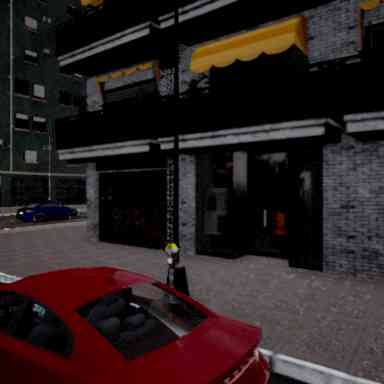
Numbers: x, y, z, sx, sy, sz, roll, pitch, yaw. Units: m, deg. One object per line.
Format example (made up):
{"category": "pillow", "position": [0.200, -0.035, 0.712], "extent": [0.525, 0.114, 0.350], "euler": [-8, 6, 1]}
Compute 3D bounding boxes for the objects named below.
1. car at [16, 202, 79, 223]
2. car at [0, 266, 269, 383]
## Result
{"category": "car", "position": [-10.356, 1.374, 24.100], "extent": [1.994, 1.385, 4.181], "euler": [0, 1, 34]}
{"category": "car", "position": [-1.414, 1.542, 3.729], "extent": [4.507, 1.381, 1.887], "euler": [0, 0, 36]}
